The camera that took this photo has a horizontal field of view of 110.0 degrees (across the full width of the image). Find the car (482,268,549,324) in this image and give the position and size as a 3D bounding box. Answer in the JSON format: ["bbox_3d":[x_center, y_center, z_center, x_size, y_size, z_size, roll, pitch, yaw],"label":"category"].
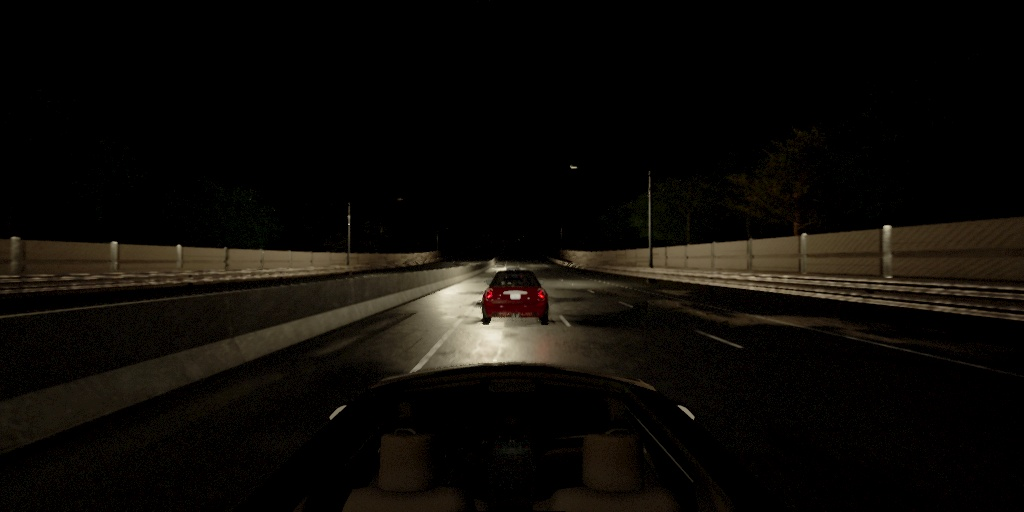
[{"bbox_3d":[0.103,1.280,12.966,2.097,1.767,4.553,0,-1,0],"label":"car"}]
